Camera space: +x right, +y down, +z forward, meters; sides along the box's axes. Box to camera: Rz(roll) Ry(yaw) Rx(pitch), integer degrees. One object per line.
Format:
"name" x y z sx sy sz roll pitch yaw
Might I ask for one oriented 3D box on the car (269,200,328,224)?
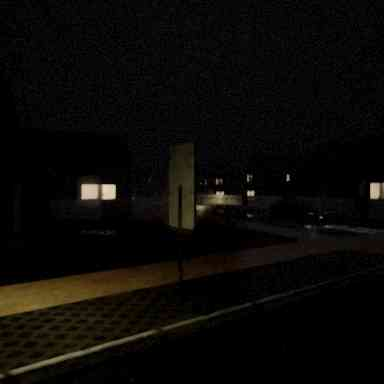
"car" 7.346 1.339 23.329 2.128 1.511 4.902 0 0 -20
